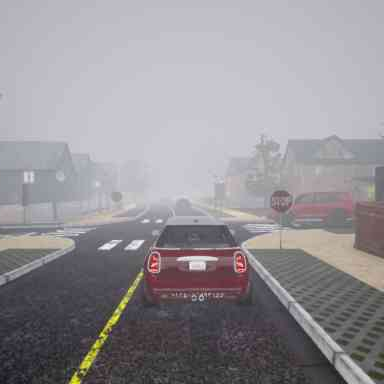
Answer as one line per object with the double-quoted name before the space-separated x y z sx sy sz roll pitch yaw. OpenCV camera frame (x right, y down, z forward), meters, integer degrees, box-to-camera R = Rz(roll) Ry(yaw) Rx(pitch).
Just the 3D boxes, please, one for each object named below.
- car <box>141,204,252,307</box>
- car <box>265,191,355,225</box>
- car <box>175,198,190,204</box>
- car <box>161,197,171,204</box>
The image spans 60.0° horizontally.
"car" 0.045 1.353 8.151 2.097 1.767 4.553 0 0 -1
"car" 7.640 1.018 21.735 5.566 2.045 2.150 -1 0 3
"car" -1.275 1.622 45.498 1.882 1.535 5.008 0 0 -6
"car" -5.832 1.881 73.788 1.837 1.490 4.892 0 -1 -13
